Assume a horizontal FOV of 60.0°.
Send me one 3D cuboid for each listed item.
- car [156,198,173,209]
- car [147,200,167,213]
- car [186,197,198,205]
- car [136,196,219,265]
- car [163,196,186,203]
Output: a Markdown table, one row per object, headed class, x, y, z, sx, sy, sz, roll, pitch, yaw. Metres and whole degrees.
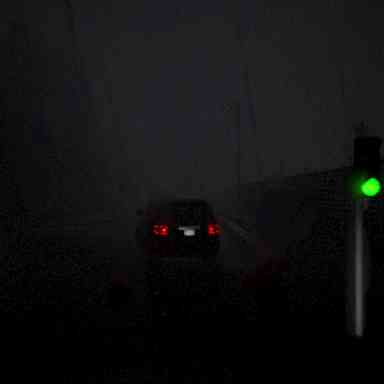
| class | x | y | z | sx | sy | sz | roll | pitch | yaw |
| --- | --- | --- | --- | --- | --- | --- | --- | --- | --- |
| car | -4.046 | 1.645 | 49.682 | 2.033 | 1.411 | 5.357 | 0 | 0 | 0 |
| car | -4.087 | 1.679 | 39.919 | 1.895 | 1.301 | 4.718 | 0 | 0 | 0 |
| car | -0.001 | 1.673 | 64.036 | 2.033 | 1.411 | 5.357 | 0 | 0 | -4 |
| car | -0.725 | 1.248 | 12.072 | 2.150 | 2.045 | 5.566 | 1 | 0 | -14 |
| car | -3.892 | 1.622 | 73.731 | 5.008 | 1.535 | 1.882 | 0 | 0 | 40 |
